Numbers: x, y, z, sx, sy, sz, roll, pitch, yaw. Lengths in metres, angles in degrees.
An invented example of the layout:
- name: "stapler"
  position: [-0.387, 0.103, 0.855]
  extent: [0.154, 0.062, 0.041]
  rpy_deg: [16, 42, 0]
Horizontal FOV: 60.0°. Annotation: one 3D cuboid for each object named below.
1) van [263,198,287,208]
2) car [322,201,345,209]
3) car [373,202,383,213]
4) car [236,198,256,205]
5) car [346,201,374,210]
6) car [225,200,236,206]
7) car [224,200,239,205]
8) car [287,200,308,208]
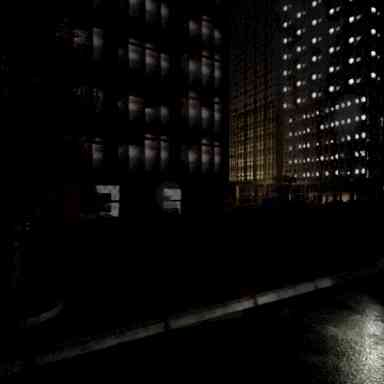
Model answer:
- name: "van"
  position: [13.774, 1.926, 57.011]
  extent: [1.690, 1.788, 3.998]
  rpy_deg: [-1, -1, -24]
- name: "car"
  position: [23.710, 2.080, 55.211]
  extent: [1.947, 1.339, 4.313]
  rpy_deg: [-1, -1, -24]
- name: "car"
  position: [22.791, 1.751, 36.394]
  extent: [2.008, 1.369, 4.403]
  rpy_deg: [-1, -1, -24]
- name: "car"
  position: [12.455, 2.224, 74.268]
  extent: [1.837, 1.490, 4.892]
  rpy_deg: [0, -1, -24]
- name: "car"
  position: [25.963, 1.984, 50.058]
  extent: [1.947, 1.339, 4.313]
  rpy_deg: [-1, -1, -24]
- name: "car"
  position: [7.019, 2.433, 72.468]
  extent: [2.008, 1.369, 4.403]
  rpy_deg: [-1, -1, -24]
- name: "car"
  position: [10.192, 2.695, 86.131]
  extent: [1.802, 1.307, 4.206]
  rpy_deg: [-1, -1, -24]
- name: "car"
  position: [18.662, 2.111, 60.076]
  extent: [2.128, 1.511, 4.902]
  rpy_deg: [0, -1, -23]
